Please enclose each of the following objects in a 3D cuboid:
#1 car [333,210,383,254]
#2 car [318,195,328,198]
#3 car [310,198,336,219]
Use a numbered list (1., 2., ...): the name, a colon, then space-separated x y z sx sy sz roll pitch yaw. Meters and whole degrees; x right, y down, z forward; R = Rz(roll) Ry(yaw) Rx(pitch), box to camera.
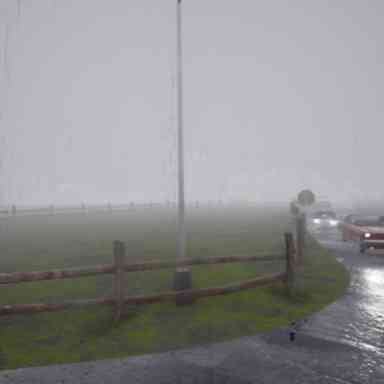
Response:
1. car: 7.213 1.568 13.319 1.895 1.301 4.718 0 0 13
2. car: 23.261 1.412 58.981 2.097 1.767 4.553 0 0 25
3. car: 11.638 1.562 29.771 2.033 1.411 5.357 0 0 17
